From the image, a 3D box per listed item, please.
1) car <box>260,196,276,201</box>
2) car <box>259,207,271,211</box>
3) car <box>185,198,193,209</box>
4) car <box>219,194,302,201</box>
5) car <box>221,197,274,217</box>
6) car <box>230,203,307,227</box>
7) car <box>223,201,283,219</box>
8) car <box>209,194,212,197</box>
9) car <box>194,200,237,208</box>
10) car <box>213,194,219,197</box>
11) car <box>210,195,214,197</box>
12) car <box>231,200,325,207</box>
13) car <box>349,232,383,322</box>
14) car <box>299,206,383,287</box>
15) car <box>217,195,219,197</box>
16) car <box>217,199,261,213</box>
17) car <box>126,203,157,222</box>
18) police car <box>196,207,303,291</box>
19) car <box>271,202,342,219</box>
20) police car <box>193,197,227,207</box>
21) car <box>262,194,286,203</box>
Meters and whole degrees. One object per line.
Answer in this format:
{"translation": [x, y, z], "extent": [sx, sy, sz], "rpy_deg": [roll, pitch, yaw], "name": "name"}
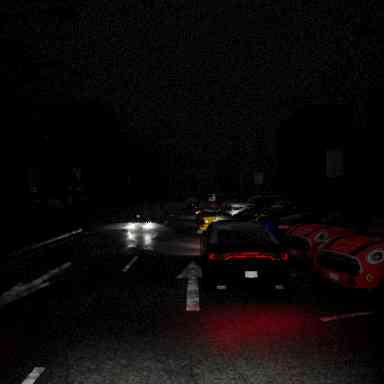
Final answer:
{"translation": [21.086, 1.794, 92.446], "extent": [2.163, 1.488, 4.792], "rpy_deg": [0, -1, -21], "name": "car"}
{"translation": [5.339, 1.534, 14.345], "extent": [4.674, 1.452, 2.002], "rpy_deg": [1, 0, -20], "name": "car"}
{"translation": [0.100, 1.574, 47.140], "extent": [1.882, 1.535, 5.008], "rpy_deg": [0, 0, 1], "name": "car"}
{"translation": [5.368, 1.264, 26.340], "extent": [5.566, 2.045, 2.435], "rpy_deg": [1, 0, -20], "name": "car"}
{"translation": [5.383, 1.405, 32.354], "extent": [4.553, 1.767, 2.185], "rpy_deg": [1, 0, -20], "name": "car"}
{"translation": [5.350, 1.538, 23.338], "extent": [4.792, 1.488, 2.163], "rpy_deg": [1, 0, -20], "name": "car"}
{"translation": [5.377, 1.552, 29.340], "extent": [4.792, 1.488, 2.163], "rpy_deg": [1, 0, -20], "name": "car"}
{"translation": [5.483, 1.376, 59.413], "extent": [5.566, 2.045, 2.435], "rpy_deg": [1, 0, -20], "name": "car"}
{"translation": [1.207, 1.471, 19.250], "extent": [1.801, 1.575, 5.366], "rpy_deg": [0, 0, 0], "name": "car"}
{"translation": [5.478, 1.436, 41.372], "extent": [4.553, 1.767, 2.185], "rpy_deg": [1, 0, -20], "name": "car"}
{"translation": [5.444, 1.572, 44.375], "extent": [5.008, 1.535, 2.097], "rpy_deg": [1, 0, -20], "name": "car"}
{"translation": [5.192, 1.497, 20.281], "extent": [5.366, 1.575, 1.946], "rpy_deg": [1, 0, -20], "name": "car"}
{"translation": [5.286, 1.516, 5.328], "extent": [4.792, 1.488, 2.163], "rpy_deg": [1, 0, -20], "name": "car"}
{"translation": [5.355, 1.363, 8.348], "extent": [4.553, 1.767, 2.185], "rpy_deg": [1, 0, -20], "name": "car"}
{"translation": [5.394, 1.415, 35.356], "extent": [4.553, 1.767, 2.185], "rpy_deg": [1, 0, -20], "name": "car"}
{"translation": [5.436, 1.591, 38.363], "extent": [4.674, 1.452, 2.002], "rpy_deg": [1, 0, -20], "name": "car"}
{"translation": [-3.921, 1.594, 26.261], "extent": [1.994, 1.385, 4.181], "rpy_deg": [0, 0, 0], "name": "car"}
{"translation": [1.177, 1.428, 9.170], "extent": [1.930, 1.638, 5.238], "rpy_deg": [0, 0, 0], "name": "police car"}
{"translation": [5.365, 1.366, 11.349], "extent": [4.553, 1.767, 2.185], "rpy_deg": [1, 0, -20], "name": "car"}
{"translation": [1.227, 1.453, 25.170], "extent": [1.930, 1.638, 5.238], "rpy_deg": [0, 0, 0], "name": "police car"}
{"translation": [18.467, 1.445, 75.390], "extent": [2.435, 2.045, 5.566], "rpy_deg": [0, 0, -21], "name": "car"}
